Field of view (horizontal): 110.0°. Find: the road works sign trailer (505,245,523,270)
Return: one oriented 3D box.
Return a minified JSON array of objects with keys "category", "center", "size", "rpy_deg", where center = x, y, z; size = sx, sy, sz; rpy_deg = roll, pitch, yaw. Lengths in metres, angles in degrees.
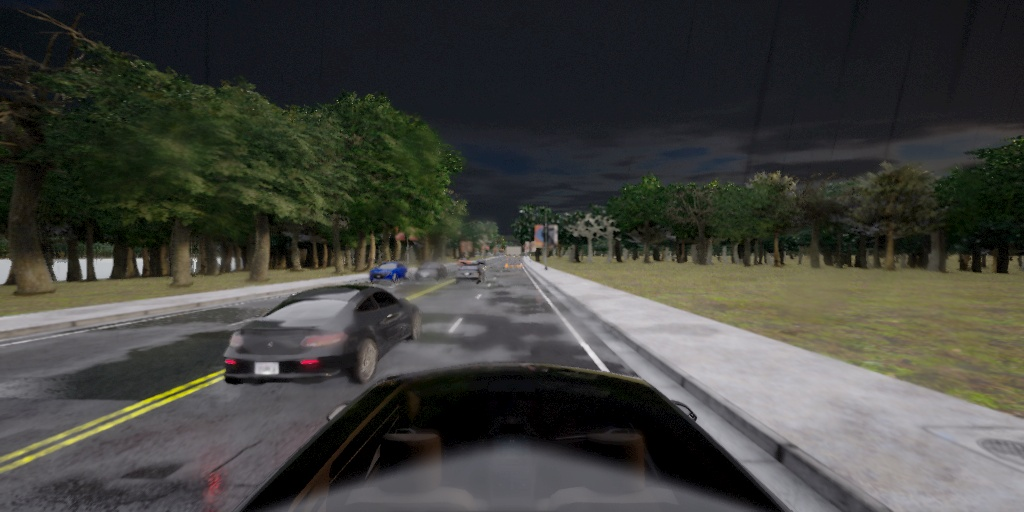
[{"category":"road works sign trailer","center":[0.235,0.227,53.105],"size":[2.380,3.560,2.880],"rpy_deg":[0,0,1]}]

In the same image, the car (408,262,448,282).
[{"category":"car","center":[-6.527,1.252,29.348],"size":[2.128,1.511,4.902],"rpy_deg":[0,0,0]}]

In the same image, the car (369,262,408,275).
[{"category":"car","center":[-9.780,1.238,28.840],"size":[1.882,1.535,5.008],"rpy_deg":[0,0,0]}]

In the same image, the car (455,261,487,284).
[{"category":"car","center":[-3.096,1.307,27.255],"size":[2.033,1.411,5.357],"rpy_deg":[0,0,0]}]

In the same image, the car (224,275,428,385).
[{"category":"car","center":[-3.134,1.276,6.903],"size":[1.812,1.442,4.674],"rpy_deg":[0,0,0]}]
